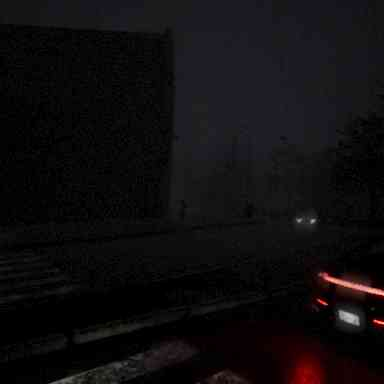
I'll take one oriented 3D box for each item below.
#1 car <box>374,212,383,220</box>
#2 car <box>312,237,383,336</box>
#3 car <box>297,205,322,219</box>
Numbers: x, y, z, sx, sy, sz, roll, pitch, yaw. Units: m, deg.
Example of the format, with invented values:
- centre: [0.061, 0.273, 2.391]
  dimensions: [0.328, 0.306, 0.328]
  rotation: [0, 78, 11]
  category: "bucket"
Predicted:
- centre: [30.336, 3.692, 50.814]
  dimensions: [5.357, 1.411, 2.033]
  rotation: [3, -2, -3]
  category: "car"
- centre: [4.250, 1.487, 5.686]
  dimensions: [4.902, 1.511, 2.128]
  rotation: [0, 0, -29]
  category: "car"
- centre: [14.588, 2.417, 41.192]
  dimensions: [2.097, 1.767, 4.553]
  rotation: [2, -2, 33]
  category: "car"
